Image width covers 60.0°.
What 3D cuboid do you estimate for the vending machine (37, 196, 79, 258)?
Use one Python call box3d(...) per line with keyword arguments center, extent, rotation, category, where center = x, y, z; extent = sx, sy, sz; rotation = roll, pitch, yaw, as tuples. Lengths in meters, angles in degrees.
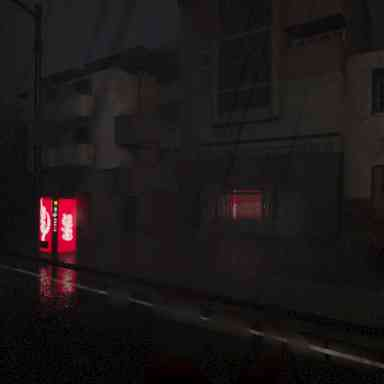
box3d(center=(-4.838, 1.193, 12.043), extent=(0.880, 2.100, 1.100), rotation=(1, 0, 35), category="vending machine")
